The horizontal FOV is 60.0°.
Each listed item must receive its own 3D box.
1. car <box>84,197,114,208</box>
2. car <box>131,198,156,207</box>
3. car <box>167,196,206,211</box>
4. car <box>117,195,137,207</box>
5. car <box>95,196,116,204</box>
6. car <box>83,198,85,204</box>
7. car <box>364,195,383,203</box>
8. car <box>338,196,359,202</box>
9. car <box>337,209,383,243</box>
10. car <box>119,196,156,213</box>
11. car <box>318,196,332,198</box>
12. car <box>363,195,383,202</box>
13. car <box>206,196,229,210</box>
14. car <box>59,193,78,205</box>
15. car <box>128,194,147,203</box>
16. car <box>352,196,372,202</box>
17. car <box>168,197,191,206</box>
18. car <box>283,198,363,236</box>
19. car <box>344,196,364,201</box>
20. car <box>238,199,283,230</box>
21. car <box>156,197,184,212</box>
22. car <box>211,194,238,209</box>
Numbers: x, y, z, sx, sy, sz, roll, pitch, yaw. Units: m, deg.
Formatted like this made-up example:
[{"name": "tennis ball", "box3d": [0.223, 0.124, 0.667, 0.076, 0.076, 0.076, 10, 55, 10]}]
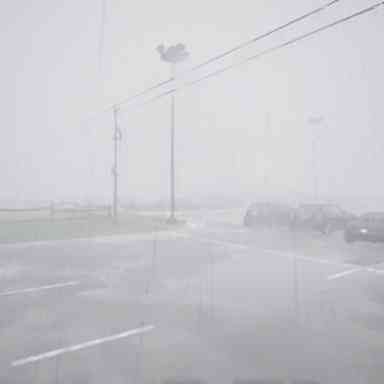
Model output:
[{"name": "car", "box3d": [-13.565, 1.642, 48.299, 1.895, 1.301, 4.718, 0, 0, -36]}, {"name": "car", "box3d": [-7.676, 1.657, 52.115, 1.895, 1.301, 4.718, 0, 0, -36]}, {"name": "car", "box3d": [-0.798, 1.533, 42.678, 1.882, 1.535, 5.008, 0, 0, -36]}, {"name": "car", "box3d": [-10.180, 1.612, 49.602, 1.994, 1.385, 4.181, 0, 0, -36]}, {"name": "car", "box3d": [-16.894, 1.605, 64.876, 2.033, 1.411, 5.357, 0, 0, -36]}, {"name": "car", "box3d": [-18.836, 1.575, 61.558, 1.812, 1.442, 4.674, 0, 0, -36]}, {"name": "car", "box3d": [40.177, 1.666, 72.470, 1.837, 1.490, 4.892, 0, 0, 0]}, {"name": "car", "box3d": [38.840, 1.718, 82.701, 1.895, 1.301, 4.718, 0, 0, -18]}, {"name": "car", "box3d": [8.721, 1.599, 15.252, 4.181, 1.385, 1.994, 0, 0, -41]}, {"name": "car", "box3d": [-6.356, 1.566, 38.411, 1.812, 1.442, 4.674, 0, 0, -36]}, {"name": "car", "box3d": [34.311, 1.650, 85.476, 1.882, 1.535, 5.008, 0, 0, -21]}, {"name": "car", "box3d": [45.780, 1.596, 83.810, 1.882, 1.535, 5.008, 0, 0, -14]}, {"name": "car", "box3d": [2.436, 1.627, 44.187, 1.994, 1.385, 4.181, 0, 0, -36]}, {"name": "car", "box3d": [-22.774, 1.261, 61.040, 2.150, 2.045, 5.566, 0, 0, -36]}, {"name": "car", "box3d": [-11.276, 1.396, 69.059, 2.097, 1.767, 4.553, 0, 0, -36]}, {"name": "car", "box3d": [42.358, 1.715, 83.068, 1.895, 1.301, 4.718, 0, 0, -14]}, {"name": "car", "box3d": [-2.146, 1.634, 56.437, 1.994, 1.385, 4.181, 0, 0, -36]}, {"name": "car", "box3d": [7.487, 1.390, 18.841, 4.553, 1.767, 2.097, 0, 0, -41]}, {"name": "car", "box3d": [36.534, 1.704, 75.437, 2.033, 1.411, 5.357, 0, 0, -7]}, {"name": "car", "box3d": [5.433, 1.390, 21.693, 4.553, 1.767, 2.097, 0, 0, -41]}, {"name": "car", "box3d": [-3.261, 1.612, 40.110, 1.994, 1.385, 4.181, 0, 0, -36]}, {"name": "car", "box3d": [4.721, 1.292, 47.019, 2.150, 2.045, 5.566, 0, 0, -36]}]
